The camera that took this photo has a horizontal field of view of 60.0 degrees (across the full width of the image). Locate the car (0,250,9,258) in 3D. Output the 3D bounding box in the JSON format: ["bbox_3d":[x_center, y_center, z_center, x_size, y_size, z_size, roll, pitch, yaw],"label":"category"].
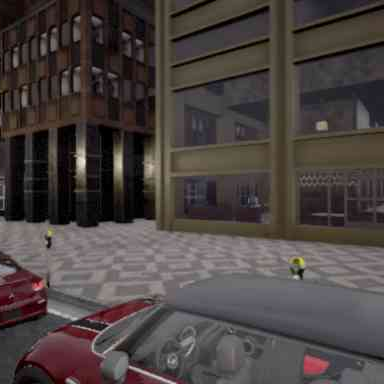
[{"bbox_3d":[-4.278,1.637,6.011,4.206,1.307,1.802,-1,0,35],"label":"car"}]

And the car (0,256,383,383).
[{"bbox_3d":[0.282,1.450,2.759,4.097,1.590,1.967,-1,0,35],"label":"car"}]
